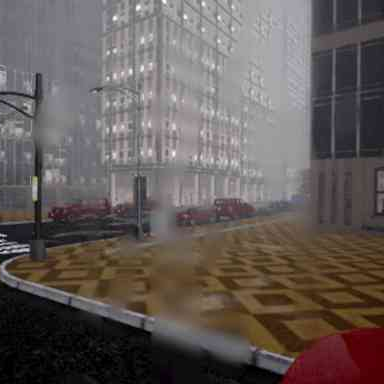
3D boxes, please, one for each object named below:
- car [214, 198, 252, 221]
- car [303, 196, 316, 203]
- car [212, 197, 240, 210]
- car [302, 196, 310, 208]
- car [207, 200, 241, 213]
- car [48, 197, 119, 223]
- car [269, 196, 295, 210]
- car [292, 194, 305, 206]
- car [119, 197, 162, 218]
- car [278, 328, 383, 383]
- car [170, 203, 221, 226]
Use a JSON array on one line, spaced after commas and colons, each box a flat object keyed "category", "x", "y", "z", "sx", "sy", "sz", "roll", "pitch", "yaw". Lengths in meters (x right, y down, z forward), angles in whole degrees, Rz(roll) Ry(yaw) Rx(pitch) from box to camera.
[{"category": "car", "x": 3.591, "y": 1.452, "z": 29.220, "sx": 2.192, "sy": 1.841, "sz": 5.009, "roll": 1, "pitch": 0, "yaw": 35}, {"category": "car", "x": 26.812, "y": 1.682, "z": 75.751, "sx": 1.802, "sy": 1.307, "sz": 4.206, "roll": 1, "pitch": 0, "yaw": 35}, {"category": "car", "x": 4.570, "y": 1.499, "z": 44.544, "sx": 1.967, "sy": 1.590, "sz": 4.097, "roll": 1, "pitch": 0, "yaw": 35}, {"category": "car", "x": 18.283, "y": 1.696, "z": 49.340, "sx": 1.812, "sy": 1.442, "sz": 4.674, "roll": 1, "pitch": 0, "yaw": 35}, {"category": "car", "x": 3.824, "y": 1.683, "z": 39.113, "sx": 1.895, "sy": 1.301, "sz": 4.718, "roll": 1, "pitch": 0, "yaw": 35}, {"category": "car", "x": -8.626, "y": 1.345, "z": 26.074, "sx": 2.192, "sy": 1.841, "sz": 5.009, "roll": 1, "pitch": 0, "yaw": 35}, {"category": "car", "x": 12.159, "y": 1.692, "z": 45.841, "sx": 1.994, "sy": 1.385, "sz": 4.181, "roll": 1, "pitch": 0, "yaw": 35}, {"category": "car", "x": 17.562, "y": 1.360, "z": 53.541, "sx": 2.150, "sy": 2.045, "sz": 5.566, "roll": 1, "pitch": 0, "yaw": 35}, {"category": "car", "x": -4.960, "y": 1.353, "z": 31.236, "sx": 2.192, "sy": 1.841, "sz": 5.009, "roll": 1, "pitch": 0, "yaw": 35}, {"category": "car", "x": 2.596, "y": 1.310, "z": 0.850, "sx": 5.009, "sy": 1.841, "sz": 2.192, "roll": 0, "pitch": 1, "yaw": 36}, {"category": "car", "x": 0.092, "y": 1.711, "z": 24.298, "sx": 1.802, "sy": 1.307, "sz": 4.206, "roll": 1, "pitch": 0, "yaw": 35}]
